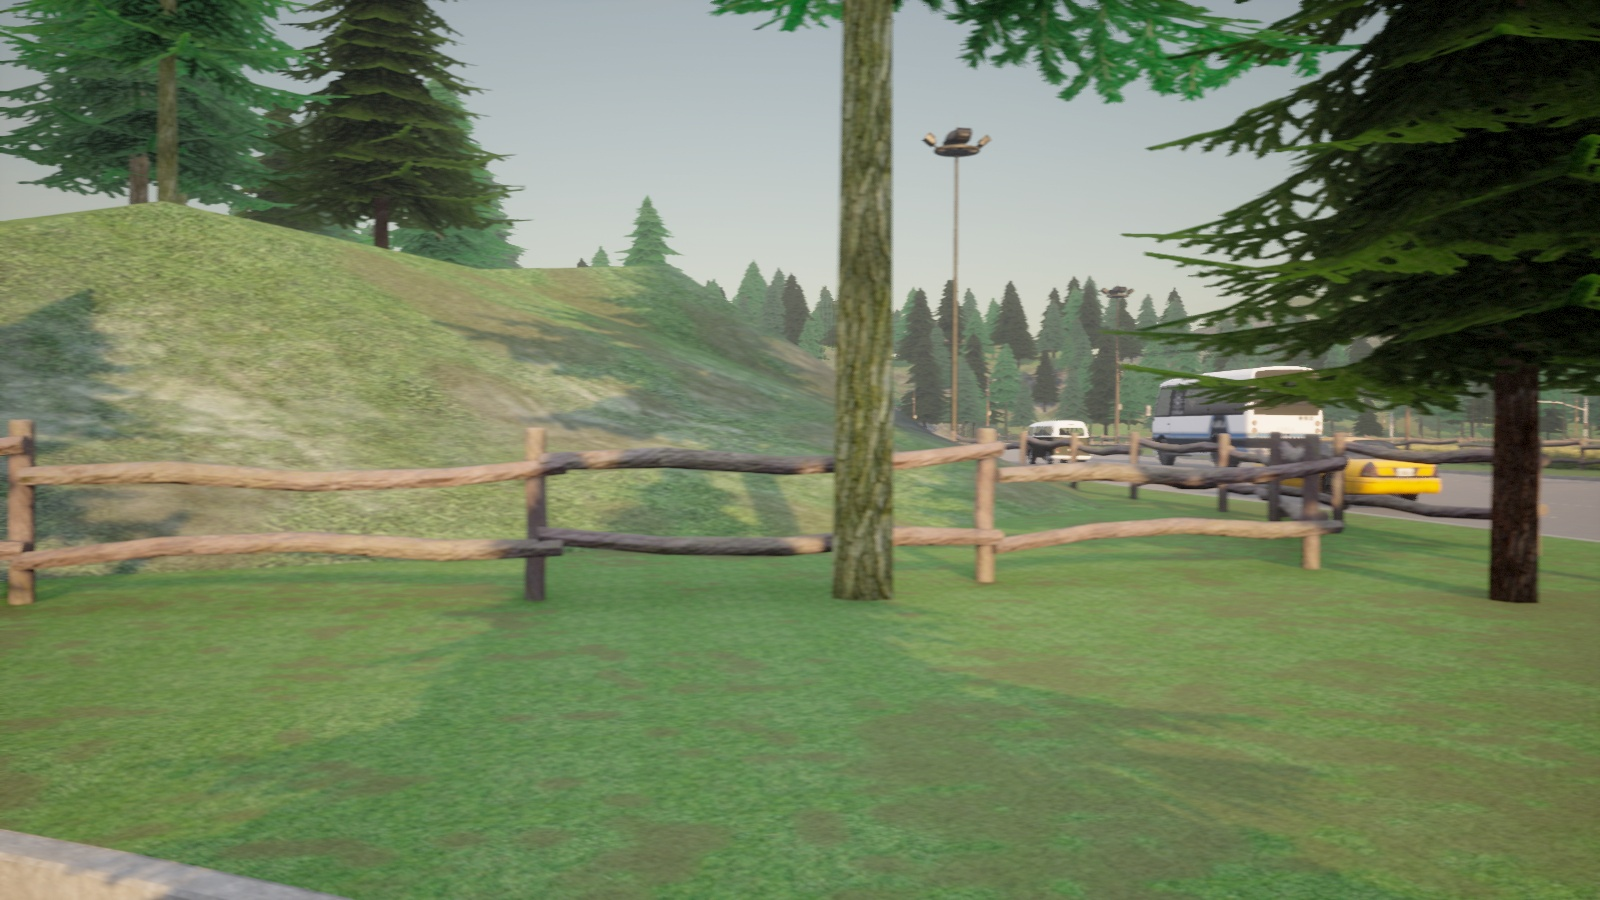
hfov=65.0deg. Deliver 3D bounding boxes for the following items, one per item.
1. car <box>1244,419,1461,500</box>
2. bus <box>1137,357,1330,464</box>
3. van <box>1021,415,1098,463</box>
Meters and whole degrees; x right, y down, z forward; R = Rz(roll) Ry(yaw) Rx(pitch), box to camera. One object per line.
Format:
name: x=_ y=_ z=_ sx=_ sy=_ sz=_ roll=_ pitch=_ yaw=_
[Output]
car: x=11.724 y=0.146 z=27.143 sx=1.801 sy=1.575 sz=5.366 roll=-1 pitch=1 yaw=-7
bus: x=18.831 y=-1.667 z=55.589 sx=3.944 sy=4.253 sz=10.273 roll=-1 pitch=1 yaw=-7
van: x=11.658 y=-0.512 z=56.704 sx=2.069 sy=2.038 sz=4.480 roll=-1 pitch=1 yaw=-7
